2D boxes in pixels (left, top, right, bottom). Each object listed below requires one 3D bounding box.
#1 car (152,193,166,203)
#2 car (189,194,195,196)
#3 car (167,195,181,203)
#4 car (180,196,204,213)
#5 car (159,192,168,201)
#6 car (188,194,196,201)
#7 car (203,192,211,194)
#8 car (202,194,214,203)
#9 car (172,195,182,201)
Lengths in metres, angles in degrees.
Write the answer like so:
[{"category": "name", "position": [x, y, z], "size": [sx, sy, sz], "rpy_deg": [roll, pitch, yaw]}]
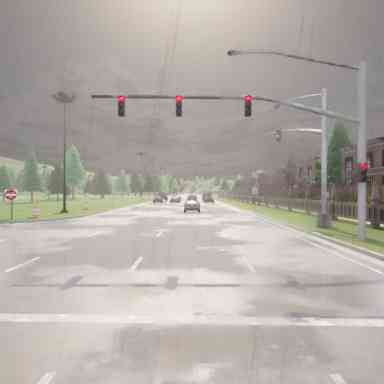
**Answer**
[{"category": "car", "position": [-6.967, 1.525, 68.532], "size": [1.812, 1.442, 4.674], "rpy_deg": [0, 0, 0]}, {"category": "car", "position": [0.033, 1.352, 68.499], "size": [2.097, 1.767, 4.553], "rpy_deg": [0, 0, 0]}, {"category": "car", "position": [-3.467, 1.564, 68.530], "size": [1.994, 1.385, 4.181], "rpy_deg": [0, 0, 0]}, {"category": "car", "position": [0.018, 1.547, 37.499], "size": [2.033, 1.411, 5.357], "rpy_deg": [0, 0, 0]}, {"category": "car", "position": [-6.962, 1.057, 78.565], "size": [2.150, 2.045, 5.566], "rpy_deg": [0, 0, 0]}, {"category": "car", "position": [0.038, 1.332, 78.532], "size": [1.837, 1.490, 4.892], "rpy_deg": [0, 0, 0]}, {"category": "car", "position": [3.538, 1.057, 78.560], "size": [2.150, 2.045, 5.566], "rpy_deg": [0, 0, 0]}, {"category": "car", "position": [3.533, 1.601, 68.557], "size": [1.895, 1.301, 4.718], "rpy_deg": [0, 0, 0]}, {"category": "car", "position": [-3.462, 1.372, 78.533], "size": [2.033, 1.411, 5.357], "rpy_deg": [0, 0, 0]}]
